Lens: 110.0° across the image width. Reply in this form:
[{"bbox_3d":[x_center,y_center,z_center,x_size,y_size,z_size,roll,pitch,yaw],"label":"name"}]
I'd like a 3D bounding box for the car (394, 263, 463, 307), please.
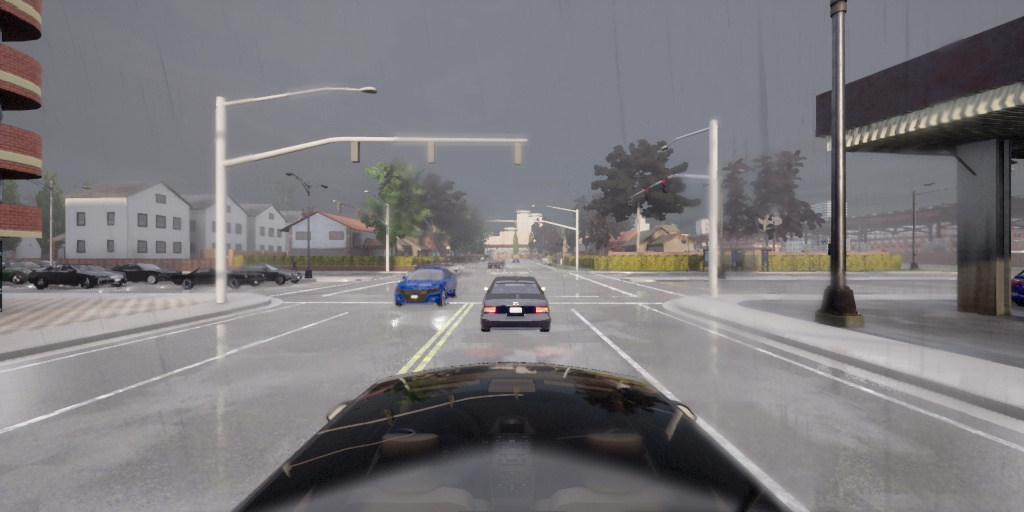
[{"bbox_3d":[-3.581,1.227,15.695,1.882,1.535,5.008,0,0,0],"label":"car"}]

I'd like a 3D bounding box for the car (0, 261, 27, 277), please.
[{"bbox_3d":[-50.280,1.255,34.493,4.892,1.490,1.837,0,0,2],"label":"car"}]

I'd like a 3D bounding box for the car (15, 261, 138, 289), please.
[{"bbox_3d":[-27.124,1.242,22.489,4.902,1.511,2.128,0,0,1],"label":"car"}]

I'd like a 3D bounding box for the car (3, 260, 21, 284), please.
[{"bbox_3d":[-36.054,1.102,26.133,4.553,1.767,2.097,0,0,1],"label":"car"}]

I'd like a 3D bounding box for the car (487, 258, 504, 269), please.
[{"bbox_3d":[-2.801,1.297,56.273,2.033,1.411,5.357,0,0,1],"label":"car"}]

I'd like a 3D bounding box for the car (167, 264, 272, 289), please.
[{"bbox_3d":[-18.092,1.351,22.331,4.718,1.301,1.895,0,0,1],"label":"car"}]

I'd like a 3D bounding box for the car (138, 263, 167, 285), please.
[{"bbox_3d":[-26.769,1.228,25.982,5.008,1.535,1.882,0,0,1],"label":"car"}]

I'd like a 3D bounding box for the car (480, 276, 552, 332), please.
[{"bbox_3d":[0.087,1.297,10.812,2.033,1.411,5.357,0,0,0],"label":"car"}]

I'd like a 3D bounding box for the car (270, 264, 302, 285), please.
[{"bbox_3d":[-17.707,1.276,25.858,4.674,1.442,1.812,0,0,1],"label":"car"}]

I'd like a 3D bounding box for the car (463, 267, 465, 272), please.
[{"bbox_3d":[-7.449,1.351,37.970,4.718,1.301,1.895,0,0,-29],"label":"car"}]

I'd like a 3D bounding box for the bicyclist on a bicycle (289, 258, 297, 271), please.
[{"bbox_3d":[-26.522,1.051,43.463,0.582,1.620,1.656,0,0,1],"label":"bicyclist on a bicycle"}]
